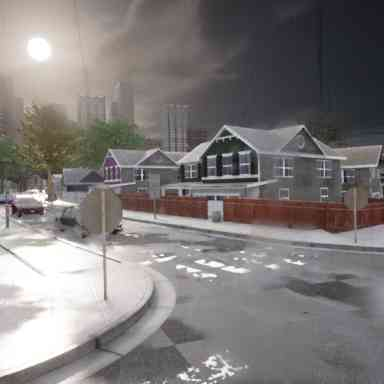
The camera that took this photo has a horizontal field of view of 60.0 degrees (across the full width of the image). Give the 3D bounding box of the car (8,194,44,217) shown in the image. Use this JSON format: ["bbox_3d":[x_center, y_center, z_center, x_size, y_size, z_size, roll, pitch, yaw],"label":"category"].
[{"bbox_3d":[-13.897,1.200,27.988,1.882,1.535,5.008,-2,2,-36],"label":"car"}]

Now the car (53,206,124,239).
[{"bbox_3d":[-5.445,1.406,16.930,2.033,1.411,5.357,-2,2,-39],"label":"car"}]

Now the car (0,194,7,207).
[{"bbox_3d":[-23.978,1.008,42.993,1.882,1.535,5.008,-1,1,-32],"label":"car"}]
